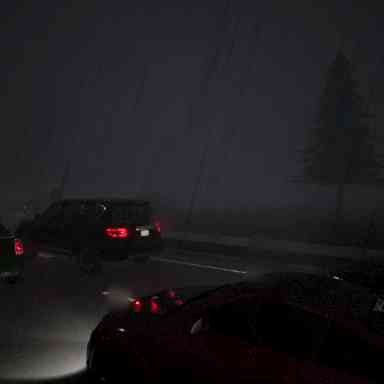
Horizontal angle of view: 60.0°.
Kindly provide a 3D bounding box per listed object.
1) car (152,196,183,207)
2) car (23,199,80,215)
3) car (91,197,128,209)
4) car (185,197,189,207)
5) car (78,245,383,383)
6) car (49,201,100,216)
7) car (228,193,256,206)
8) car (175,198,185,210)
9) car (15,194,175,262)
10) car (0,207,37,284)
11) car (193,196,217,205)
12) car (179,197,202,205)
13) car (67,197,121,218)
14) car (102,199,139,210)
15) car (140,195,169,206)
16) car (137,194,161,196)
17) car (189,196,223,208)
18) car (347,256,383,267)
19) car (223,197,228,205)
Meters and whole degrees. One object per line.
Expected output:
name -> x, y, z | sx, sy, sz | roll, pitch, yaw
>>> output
car -> -3.704, 1.477, 50.975 | 1.882, 1.535, 5.008 | 0, 0, 36
car -> -14.903, 1.547, 35.656 | 2.033, 1.411, 5.357 | 0, 0, 36
car -> -11.436, 1.504, 46.329 | 1.837, 1.490, 4.892 | 0, 0, 36
car -> -0.041, 1.547, 50.058 | 2.033, 1.411, 5.357 | 0, 0, 36
car -> 0.834, 1.564, 3.394 | 4.181, 1.385, 1.994 | 0, 0, 35
car -> -11.857, 1.600, 33.891 | 1.895, 1.301, 4.718 | 0, 0, 36
car -> 8.861, 1.221, 56.247 | 2.150, 2.045, 5.566 | 0, 0, 37
car -> -3.621, 1.547, 39.231 | 2.033, 1.411, 5.357 | 0, 0, 36
car -> -3.473, 1.221, 10.732 | 5.566, 2.045, 2.150 | 0, 0, 36
car -> -6.217, 1.352, 8.391 | 4.553, 1.767, 2.097 | 0, 0, 36
car -> 2.373, 1.525, 59.252 | 1.812, 1.442, 4.674 | 0, 0, 37
car -> -0.183, 1.600, 61.680 | 1.895, 1.301, 4.718 | 0, 0, 37
car -> -9.213, 1.351, 31.569 | 2.097, 1.767, 4.553 | 0, 0, 36
car -> -9.254, 1.600, 43.384 | 1.895, 1.301, 4.718 | 0, 0, 36
car -> -6.017, 1.351, 53.738 | 2.097, 1.767, 4.553 | 0, 0, 36
car -> -6.088, 1.221, 41.788 | 2.150, 2.045, 5.566 | 0, 0, 36
car -> 2.038, 1.600, 46.970 | 1.895, 1.301, 4.718 | 0, 0, 36
car -> 4.703, 1.478, 4.934 | 5.008, 1.535, 1.882 | 0, 0, 35
car -> 5.882, 1.600, 58.109 | 1.895, 1.301, 4.718 | 0, 0, 37
